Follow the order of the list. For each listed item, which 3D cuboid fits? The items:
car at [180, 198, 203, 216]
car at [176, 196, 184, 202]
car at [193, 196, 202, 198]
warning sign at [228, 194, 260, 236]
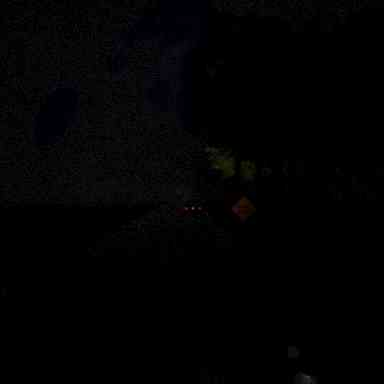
[{"bbox_3d":[0.109,1.539,32.127,2.033,1.411,5.357,0,0,0],"label":"car"},{"bbox_3d":[-2.730,1.588,77.215,1.994,1.385,4.181,0,0,0],"label":"car"},{"bbox_3d":[0.036,1.631,45.309,1.895,1.301,4.718,0,0,0],"label":"car"},{"bbox_3d":[2.497,1.092,16.108,1.300,1.860,1.060,3,3,0],"label":"warning sign"}]
